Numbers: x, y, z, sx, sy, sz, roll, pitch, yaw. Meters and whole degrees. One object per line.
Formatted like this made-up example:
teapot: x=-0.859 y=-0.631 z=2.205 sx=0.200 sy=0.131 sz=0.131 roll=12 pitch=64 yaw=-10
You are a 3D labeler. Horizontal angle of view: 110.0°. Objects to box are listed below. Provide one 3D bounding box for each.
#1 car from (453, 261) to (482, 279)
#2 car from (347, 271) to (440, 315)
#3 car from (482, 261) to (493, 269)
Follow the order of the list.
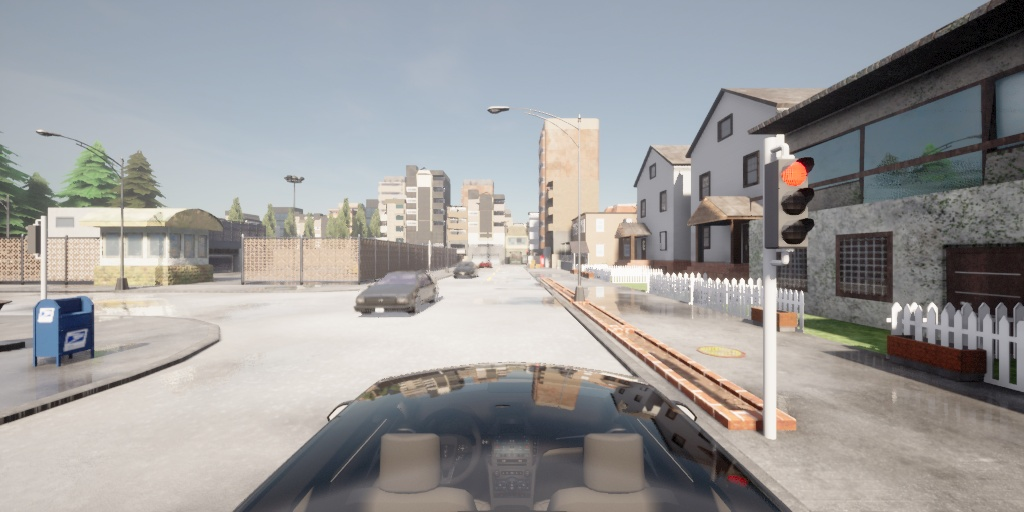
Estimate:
car: x=-4.113 y=1.254 z=32.280 sx=1.837 sy=1.490 sz=4.892 roll=0 pitch=0 yaw=0
car: x=-4.105 y=1.297 z=13.785 sx=2.033 sy=1.411 sz=5.357 roll=0 pitch=0 yaw=0
car: x=-4.057 y=1.351 z=55.719 sx=1.895 sy=1.301 sz=4.718 roll=0 pitch=0 yaw=0
